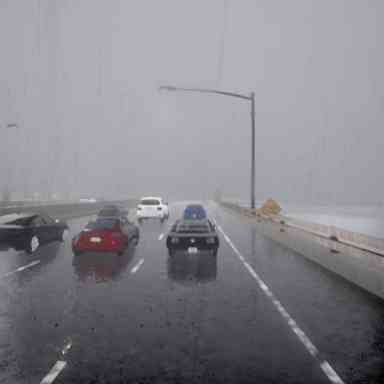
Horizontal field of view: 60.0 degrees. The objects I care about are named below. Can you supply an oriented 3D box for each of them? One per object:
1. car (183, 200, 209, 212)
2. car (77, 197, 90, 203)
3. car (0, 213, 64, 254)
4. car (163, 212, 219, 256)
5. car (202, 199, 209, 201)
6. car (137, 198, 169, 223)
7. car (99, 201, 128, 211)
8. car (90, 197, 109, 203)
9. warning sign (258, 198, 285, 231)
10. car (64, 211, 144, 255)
[{"bbox_3d":[0.231,1.767,28.998,1.882,1.535,5.008,0,0,1],"label":"car"},{"bbox_3d":[-23.046,2.003,72.459,2.150,2.045,5.566,0,-1,2],"label":"car"},{"bbox_3d":[-6.945,1.616,14.159,1.882,1.535,5.008,0,0,1],"label":"car"},{"bbox_3d":[0.046,1.735,13.738,1.895,1.301,4.718,0,-1,1],"label":"car"},{"bbox_3d":[2.985,2.322,79.058,1.882,1.535,5.008,0,-1,3],"label":"car"},{"bbox_3d":[-3.284,1.503,28.595,2.150,2.045,5.566,0,0,1],"label":"car"},{"bbox_3d":[-6.773,1.799,28.933,1.837,1.490,4.892,0,0,1],"label":"car"},{"bbox_3d":[-19.549,2.000,72.302,2.150,2.045,5.566,0,-1,2],"label":"car"},{"bbox_3d":[4.631,1.307,19.532,1.300,1.860,1.060,-1,-2,1],"label":"warning sign"},{"bbox_3d":[-3.448,1.701,13.963,1.994,1.385,4.181,0,-1,1],"label":"car"}]
